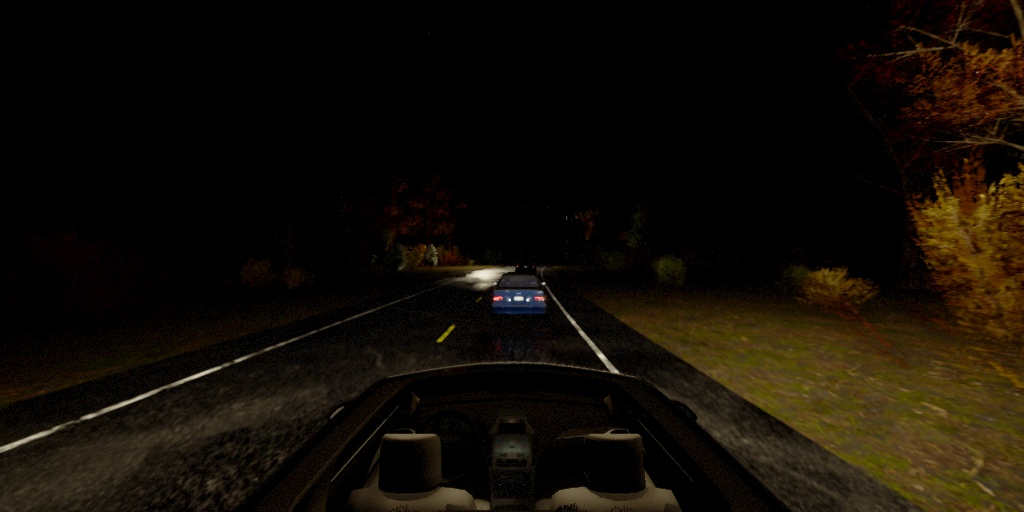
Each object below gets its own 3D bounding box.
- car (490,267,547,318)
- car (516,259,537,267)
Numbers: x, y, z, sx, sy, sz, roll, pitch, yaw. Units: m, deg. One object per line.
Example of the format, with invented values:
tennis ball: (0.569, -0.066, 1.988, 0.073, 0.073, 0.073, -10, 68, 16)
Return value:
car: (0.261, 1.298, 13.017, 2.033, 1.411, 5.357, 0, 0, 1)
car: (1.493, 1.099, 37.732, 2.097, 1.767, 4.553, 0, 0, 4)
